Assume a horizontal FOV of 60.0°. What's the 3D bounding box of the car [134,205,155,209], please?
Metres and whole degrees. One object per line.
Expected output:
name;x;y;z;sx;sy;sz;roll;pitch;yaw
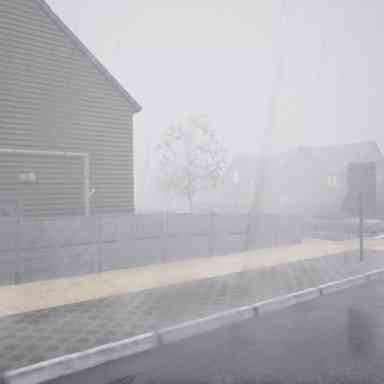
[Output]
car;-5.194;2.420;39.635;1.895;1.301;4.718;-1;-1;-35

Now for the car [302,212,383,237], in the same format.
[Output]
car;8.852;1.845;19.804;1.895;1.301;4.718;-1;-1;-34

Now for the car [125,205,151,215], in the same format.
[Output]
car;-7.888;2.584;48.405;1.895;1.301;4.718;-1;-1;-35

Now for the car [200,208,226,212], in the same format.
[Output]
car;1.914;2.092;29.610;1.994;1.385;4.181;-1;-1;-36
